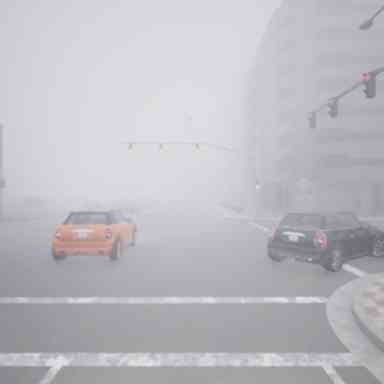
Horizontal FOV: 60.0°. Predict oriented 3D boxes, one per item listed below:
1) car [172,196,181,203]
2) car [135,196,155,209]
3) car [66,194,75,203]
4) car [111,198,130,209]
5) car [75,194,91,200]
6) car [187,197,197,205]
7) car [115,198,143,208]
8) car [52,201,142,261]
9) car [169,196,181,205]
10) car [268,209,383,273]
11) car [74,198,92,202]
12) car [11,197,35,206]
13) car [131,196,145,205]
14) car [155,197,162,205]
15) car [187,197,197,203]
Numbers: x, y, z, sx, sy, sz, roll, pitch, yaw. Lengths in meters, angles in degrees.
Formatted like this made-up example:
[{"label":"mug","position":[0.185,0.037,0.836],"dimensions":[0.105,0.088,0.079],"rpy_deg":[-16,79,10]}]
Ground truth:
[{"label":"car","position":[-3.502,1.705,74.881],"dimensions":[1.812,1.442,4.674],"rpy_deg":[0,0,0]},{"label":"car","position":[-7.080,1.562,48.692],"dimensions":[2.097,1.767,4.553],"rpy_deg":[0,0,0]},{"label":"car","position":[-27.444,1.486,76.323],"dimensions":[1.905,1.878,3.866],"rpy_deg":[0,0,0]},{"label":"car","position":[-10.572,1.721,49.582],"dimensions":[1.837,1.490,4.892],"rpy_deg":[0,-1,0]},{"label":"car","position":[-24.550,1.483,76.258],"dimensions":[1.932,1.855,4.605],"rpy_deg":[0,0,0]},{"label":"car","position":[-0.002,1.887,66.197],"dimensions":[1.895,1.301,4.718],"rpy_deg":[0,0,0]},{"label":"car","position":[-7.085,1.685,36.767],"dimensions":[1.812,1.442,4.674],"rpy_deg":[0,0,2]},{"label":"car","position":[-3.403,1.376,12.484],"dimensions":[2.097,1.767,4.553],"rpy_deg":[0,0,0]},{"label":"car","position":[-3.502,1.850,66.168],"dimensions":[1.994,1.385,4.181],"rpy_deg":[0,0,0]},{"label":"car","position":[4.568,1.356,11.016],"dimensions":[4.553,1.767,2.097],"rpy_deg":[0,0,-40]},{"label":"car","position":[-10.589,1.680,35.451],"dimensions":[1.812,1.442,4.674],"rpy_deg":[0,0,0]},{"label":"car","position":[-30.212,1.649,58.865],"dimensions":[1.970,1.475,3.806],"rpy_deg":[0,0,0]},{"label":"car","position":[-10.504,1.638,65.147],"dimensions":[2.097,1.767,4.553],"rpy_deg":[0,-1,0]},{"label":"car","position":[-7.006,1.757,64.783],"dimensions":[1.882,1.535,5.008],"rpy_deg":[0,0,0]},{"label":"car","position":[-0.002,1.734,74.881],"dimensions":[1.994,1.385,4.181],"rpy_deg":[0,0,0]}]
